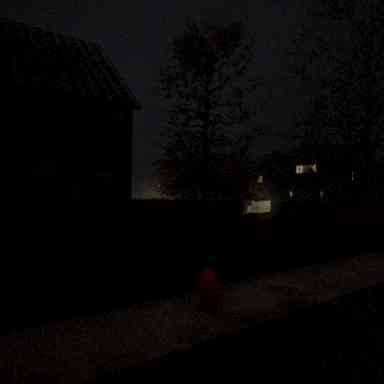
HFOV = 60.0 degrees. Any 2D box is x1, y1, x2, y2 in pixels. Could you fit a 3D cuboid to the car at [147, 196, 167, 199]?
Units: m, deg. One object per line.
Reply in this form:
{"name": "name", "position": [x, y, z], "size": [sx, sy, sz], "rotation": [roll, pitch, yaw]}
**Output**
{"name": "car", "position": [-5.251, 1.637, 46.113], "size": [2.150, 2.045, 5.566], "rotation": [1, -1, -34]}
